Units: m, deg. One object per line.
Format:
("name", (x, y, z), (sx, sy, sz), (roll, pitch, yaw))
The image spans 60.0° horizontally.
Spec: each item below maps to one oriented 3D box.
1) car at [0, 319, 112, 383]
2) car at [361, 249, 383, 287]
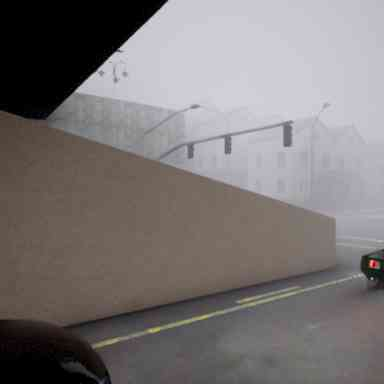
("car", (-2.849, 1.483, 1.725), (4.902, 1.511, 2.128), (0, 0, -35))
("car", (6.275, 1.668, 8.262), (4.718, 1.301, 1.895), (0, 0, -36))
